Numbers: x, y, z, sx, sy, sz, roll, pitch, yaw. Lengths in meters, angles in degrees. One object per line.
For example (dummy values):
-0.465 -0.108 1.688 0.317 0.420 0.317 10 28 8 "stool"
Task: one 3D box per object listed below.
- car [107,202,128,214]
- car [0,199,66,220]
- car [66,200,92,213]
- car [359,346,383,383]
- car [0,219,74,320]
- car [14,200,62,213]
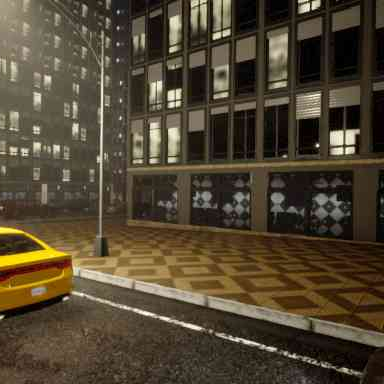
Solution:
-7.617 1.830 38.831 1.752 1.417 4.829 1 0 36 "car"
-14.388 1.519 29.600 2.192 1.841 5.009 1 0 36 "car"
-14.275 1.688 39.530 1.837 1.490 4.892 1 0 36 "car"
3.479 1.548 1.217 5.357 1.411 2.033 0 0 35 "car"
-4.540 1.474 6.890 5.008 1.535 1.882 0 0 35 "car"
-17.913 1.643 38.964 1.752 1.417 4.829 1 0 36 "car"
